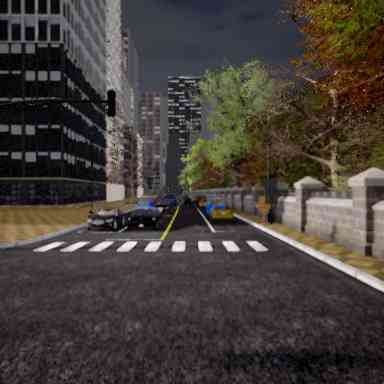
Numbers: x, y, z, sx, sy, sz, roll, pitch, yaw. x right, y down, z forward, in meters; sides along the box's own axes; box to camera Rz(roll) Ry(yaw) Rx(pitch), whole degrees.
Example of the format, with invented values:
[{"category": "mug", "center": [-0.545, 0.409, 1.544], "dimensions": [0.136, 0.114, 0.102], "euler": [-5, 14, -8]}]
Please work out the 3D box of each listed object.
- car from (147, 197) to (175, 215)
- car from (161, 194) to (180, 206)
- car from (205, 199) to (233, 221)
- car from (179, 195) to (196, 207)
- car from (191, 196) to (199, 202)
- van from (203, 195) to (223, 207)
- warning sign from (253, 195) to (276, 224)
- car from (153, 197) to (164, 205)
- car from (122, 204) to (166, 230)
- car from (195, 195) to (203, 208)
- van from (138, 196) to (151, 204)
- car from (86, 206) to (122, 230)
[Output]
[{"category": "car", "center": [-3.209, 1.586, 35.548], "dimensions": [2.128, 1.511, 4.902], "euler": [0, 0, -1]}, {"category": "car", "center": [-3.620, 1.337, 56.094], "dimensions": [2.150, 2.045, 5.566], "euler": [0, 0, -2]}, {"category": "car", "center": [2.344, 1.579, 27.412], "dimensions": [1.752, 1.417, 4.829], "euler": [0, 0, -1]}, {"category": "car", "center": [-0.751, 1.638, 52.174], "dimensions": [1.812, 1.442, 4.674], "euler": [0, 0, -2]}, {"category": "car", "center": [0.713, 1.674, 82.852], "dimensions": [1.752, 1.417, 4.829], "euler": [0, 0, -3]}, {"category": "van", "center": [2.255, 1.405, 32.786], "dimensions": [1.690, 1.788, 3.998], "euler": [0, 0, -1]}, {"category": "warning sign", "center": [4.795, 1.147, 22.146], "dimensions": [1.300, 1.860, 1.060], "euler": [0, 0, -1]}, {"category": "car", "center": [-6.644, 1.741, 65.772], "dimensions": [1.802, 1.307, 4.206], "euler": [0, 0, -2]}, {"category": "car", "center": [-2.999, 1.667, 21.766], "dimensions": [1.895, 1.301, 4.718], "euler": [0, 0, -1]}, {"category": "car", "center": [1.884, 1.621, 49.585], "dimensions": [1.752, 1.417, 4.829], "euler": [0, 0, -2]}, {"category": "van", "center": [-5.995, 1.462, 43.589], "dimensions": [1.690, 1.788, 3.998], "euler": [0, 0, -1]}, {"category": "car", "center": [-5.456, 1.627, 21.410], "dimensions": [2.008, 1.369, 4.403], "euler": [0, 0, -1]}]
